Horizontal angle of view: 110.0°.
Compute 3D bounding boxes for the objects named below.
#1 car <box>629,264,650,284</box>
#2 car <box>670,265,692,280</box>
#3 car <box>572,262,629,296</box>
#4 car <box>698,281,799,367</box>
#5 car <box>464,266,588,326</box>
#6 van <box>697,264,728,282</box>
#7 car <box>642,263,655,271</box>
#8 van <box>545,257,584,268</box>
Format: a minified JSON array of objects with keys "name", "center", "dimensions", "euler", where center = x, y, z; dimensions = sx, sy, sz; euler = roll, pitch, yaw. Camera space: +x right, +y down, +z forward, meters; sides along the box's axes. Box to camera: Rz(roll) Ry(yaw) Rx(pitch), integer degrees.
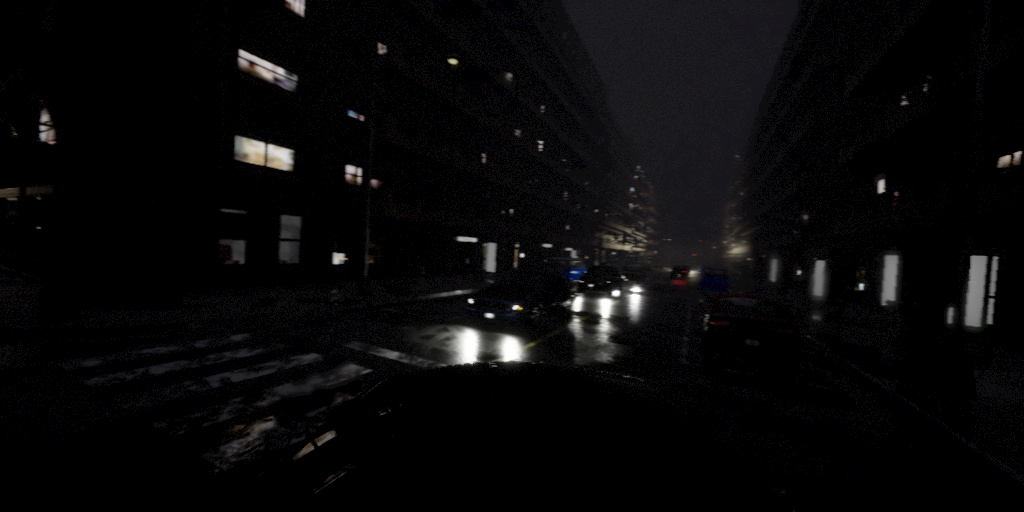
[{"name":"car","center":[9.806,1.543,29.592],"dimensions":[1.895,1.301,4.718],"euler":[4,1,27]},{"name":"car","center":[18.908,1.840,40.318],"dimensions":[1.837,1.490,4.892],"euler":[4,1,27]},{"name":"car","center":[5.175,1.307,20.585],"dimensions":[1.837,1.490,4.892],"euler":[4,1,27]},{"name":"car","center":[5.629,1.567,8.913],"dimensions":[1.888,1.381,4.507],"euler":[0,0,27]},{"name":"car","center":[0.640,1.214,11.775],"dimensions":[2.033,1.411,5.357],"euler":[4,1,27]},{"name":"van","center":[13.420,1.596,24.082],"dimensions":[1.690,1.789,3.998],"euler":[0,0,27]},{"name":"car","center":[21.574,1.806,58.248],"dimensions":[1.802,1.307,4.207],"euler":[0,0,27]},{"name":"van","center":[3.404,0.998,22.850],"dimensions":[1.690,1.789,3.998],"euler":[0,0,27]}]
